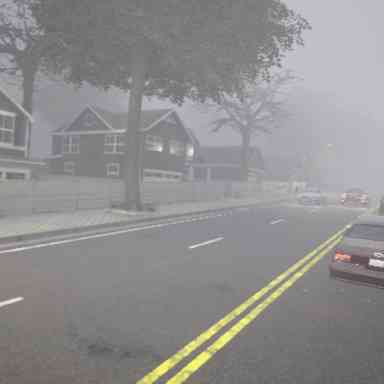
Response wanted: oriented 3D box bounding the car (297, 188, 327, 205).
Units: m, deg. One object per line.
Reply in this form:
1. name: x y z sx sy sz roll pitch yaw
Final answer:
1. car: 11.245 0.363 30.874 1.812 1.442 4.674 5 4 32

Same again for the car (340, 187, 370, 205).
1. car: 15.544 0.353 31.565 2.097 1.767 4.553 5 4 32

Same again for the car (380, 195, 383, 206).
1. car: 15.216 0.701 24.646 2.097 1.767 4.553 5 4 32

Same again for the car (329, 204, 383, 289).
1. car: 4.747 1.295 8.210 2.033 1.411 5.357 5 4 32
